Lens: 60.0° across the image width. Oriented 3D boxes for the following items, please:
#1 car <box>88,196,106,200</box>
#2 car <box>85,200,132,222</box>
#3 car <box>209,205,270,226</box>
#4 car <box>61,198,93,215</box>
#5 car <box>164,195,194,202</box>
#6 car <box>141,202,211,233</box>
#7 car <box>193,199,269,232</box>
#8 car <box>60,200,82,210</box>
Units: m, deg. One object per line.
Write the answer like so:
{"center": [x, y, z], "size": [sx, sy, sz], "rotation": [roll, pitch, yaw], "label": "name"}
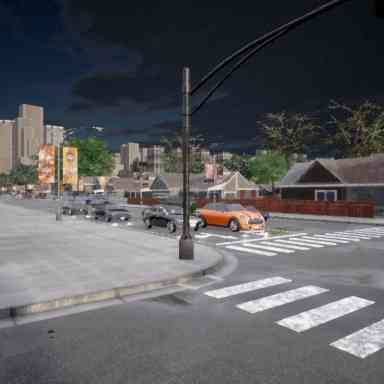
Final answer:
{"center": [-13.790, 1.790, 49.595], "size": [1.837, 1.490, 4.892], "rotation": [0, 0, -35], "label": "car"}
{"center": [-7.062, 1.710, 28.579], "size": [2.033, 1.411, 5.357], "rotation": [0, 0, -36], "label": "car"}
{"center": [3.484, 1.706, 25.316], "size": [1.895, 1.301, 4.718], "rotation": [0, 0, -35], "label": "car"}
{"center": [-13.076, 1.730, 37.055], "size": [1.837, 1.490, 4.892], "rotation": [0, 0, -35], "label": "car"}
{"center": [-1.741, 1.409, 38.266], "size": [2.150, 2.045, 5.566], "rotation": [0, 0, -35], "label": "car"}
{"center": [-1.347, 1.592, 20.564], "size": [2.128, 1.511, 4.902], "rotation": [0, 0, -35], "label": "car"}
{"center": [2.397, 1.440, 20.935], "size": [2.097, 1.767, 4.553], "rotation": [0, 0, -36], "label": "car"}
{"center": [-18.304, 1.889, 50.160], "size": [1.994, 1.385, 4.181], "rotation": [0, 0, -35], "label": "car"}
